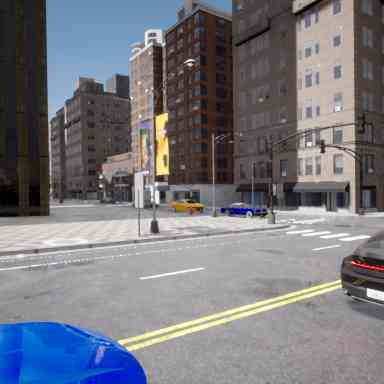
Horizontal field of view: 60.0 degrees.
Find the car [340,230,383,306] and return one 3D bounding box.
[{"bbox_3d":[5.106,1.504,7.087,4.892,1.490,1.837,0,0,-36],"label":"car"}]

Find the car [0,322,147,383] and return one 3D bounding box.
[{"bbox_3d":[-2.584,1.478,1.598,5.008,1.535,1.882,0,0,-35],"label":"car"}]

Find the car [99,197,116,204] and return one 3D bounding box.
[{"bbox_3d":[-17.208,1.741,67.576,2.033,1.411,5.357,-1,0,-35],"label":"car"}]

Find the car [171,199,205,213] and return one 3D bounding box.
[{"bbox_3d":[-0.546,1.603,38.366,1.882,1.535,5.008,-1,0,-35],"label":"car"}]

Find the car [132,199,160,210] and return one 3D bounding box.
[{"bbox_3d":[-6.642,1.709,47.026,2.033,1.411,5.357,-1,1,-36],"label":"car"}]

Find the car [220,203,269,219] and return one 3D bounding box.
[{"bbox_3d":[4.808,1.694,30.762,1.895,1.301,4.718,-1,0,-35],"label":"car"}]
